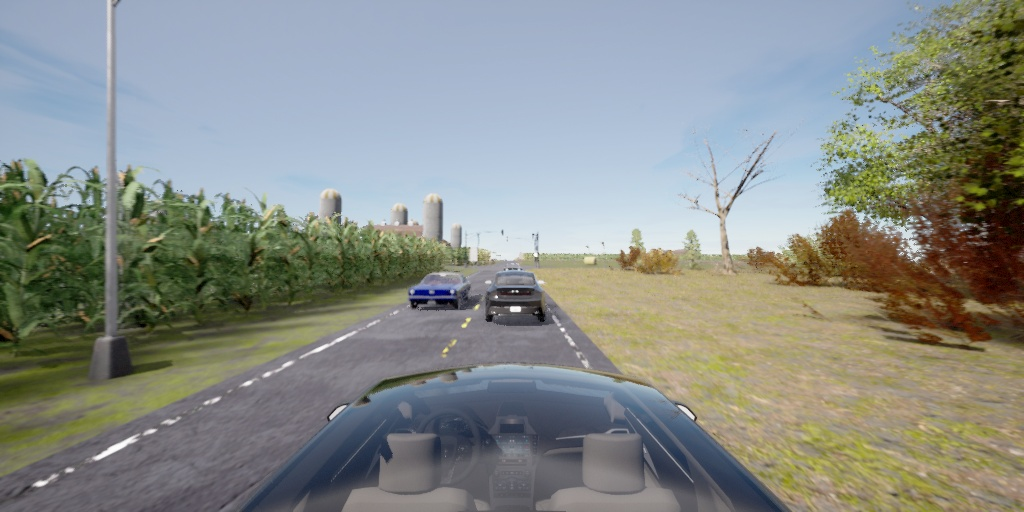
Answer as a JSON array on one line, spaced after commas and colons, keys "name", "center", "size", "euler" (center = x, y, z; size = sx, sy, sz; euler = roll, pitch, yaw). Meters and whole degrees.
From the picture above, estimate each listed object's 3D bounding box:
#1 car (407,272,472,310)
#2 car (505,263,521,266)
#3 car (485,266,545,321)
[{"name": "car", "center": [-2.849, 1.358, 14.959], "size": [1.895, 1.301, 4.718], "euler": [0, 0, 0]}, {"name": "car", "center": [0.101, 1.381, 36.618], "size": [1.895, 1.301, 4.718], "euler": [0, 0, 0]}, {"name": "car", "center": [0.100, 1.261, 12.562], "size": [1.837, 1.490, 4.892], "euler": [0, 0, 0]}]
